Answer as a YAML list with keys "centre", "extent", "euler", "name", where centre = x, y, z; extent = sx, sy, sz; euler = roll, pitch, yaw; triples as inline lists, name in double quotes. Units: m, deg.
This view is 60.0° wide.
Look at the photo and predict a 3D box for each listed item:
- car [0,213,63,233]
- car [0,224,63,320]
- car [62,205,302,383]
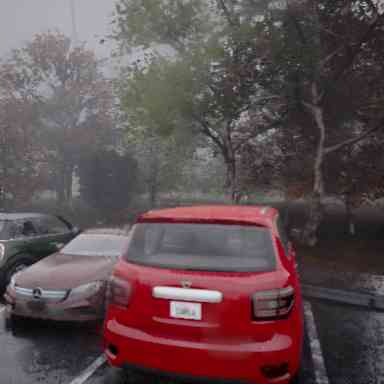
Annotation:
- centre: [-4.254, 1.341, 9.026]
  extent: [2.185, 1.767, 4.553]
  euler: [0, -1, 15]
  name: "car"
- centre: [-1.801, 1.513, 7.357]
  extent: [2.002, 1.452, 4.674]
  euler: [1, -1, 15]
  name: "car"
- centre: [0.632, 1.229, 5.679]
  extent: [2.435, 2.045, 5.566]
  euler: [0, -1, 15]
  name: "car"
